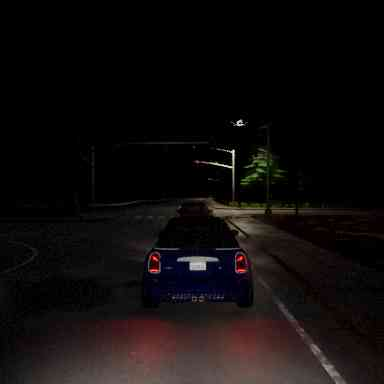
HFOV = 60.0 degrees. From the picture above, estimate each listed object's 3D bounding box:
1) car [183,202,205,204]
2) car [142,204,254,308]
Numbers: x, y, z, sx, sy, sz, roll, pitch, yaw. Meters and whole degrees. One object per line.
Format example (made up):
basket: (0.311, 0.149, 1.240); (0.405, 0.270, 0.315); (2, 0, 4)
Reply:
car: (0.116, 1.338, 18.214); (2.097, 1.767, 4.553); (0, 0, 0)
car: (0.106, 1.347, 8.093); (2.097, 1.767, 4.553); (0, 0, 0)
